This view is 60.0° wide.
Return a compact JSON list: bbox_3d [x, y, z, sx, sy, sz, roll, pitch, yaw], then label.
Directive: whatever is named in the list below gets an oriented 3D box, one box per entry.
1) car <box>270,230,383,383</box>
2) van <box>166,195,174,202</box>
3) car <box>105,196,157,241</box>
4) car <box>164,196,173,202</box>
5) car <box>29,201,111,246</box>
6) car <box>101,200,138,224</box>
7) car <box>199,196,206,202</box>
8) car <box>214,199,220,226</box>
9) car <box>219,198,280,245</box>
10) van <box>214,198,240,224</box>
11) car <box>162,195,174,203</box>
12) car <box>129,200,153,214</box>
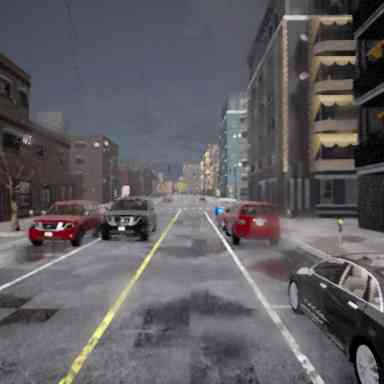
[{"bbox_3d":[2.704,1.565,4.846,2.008,1.369,4.403,1,0,0],"label":"car"},{"bbox_3d":[-5.673,1.578,86.621,1.690,1.788,3.998,1,0,0],"label":"van"},{"bbox_3d":[-3.100,1.270,17.444,2.150,2.045,5.566,0,0,0],"label":"car"},{"bbox_3d":[-5.678,1.766,80.933,1.887,1.381,4.507,1,0,0],"label":"car"},{"bbox_3d":[-5.672,1.360,15.668,2.192,1.841,5.009,1,0,0],"label":"car"},{"bbox_3d":[-5.674,1.514,26.482,1.967,1.590,4.097,1,0,0],"label":"car"},{"bbox_3d":[2.704,1.676,86.682,1.967,1.590,4.097,1,0,0],"label":"car"},{"bbox_3d":[2.705,1.499,21.067,1.967,1.590,4.097,1,0,0],"label":"car"},{"bbox_3d":[2.708,1.359,15.661,2.192,1.841,5.009,1,0,0],"label":"car"},{"bbox_3d":[2.707,1.415,26.475,1.690,1.788,3.998,1,0,0],"label":"van"},{"bbox_3d":[-5.754,1.751,75.251,1.887,1.381,4.507,1,0,0],"label":"car"},{"bbox_3d":[-5.677,1.655,37.296,2.008,1.369,4.403,1,0,0],"label":"car"}]
